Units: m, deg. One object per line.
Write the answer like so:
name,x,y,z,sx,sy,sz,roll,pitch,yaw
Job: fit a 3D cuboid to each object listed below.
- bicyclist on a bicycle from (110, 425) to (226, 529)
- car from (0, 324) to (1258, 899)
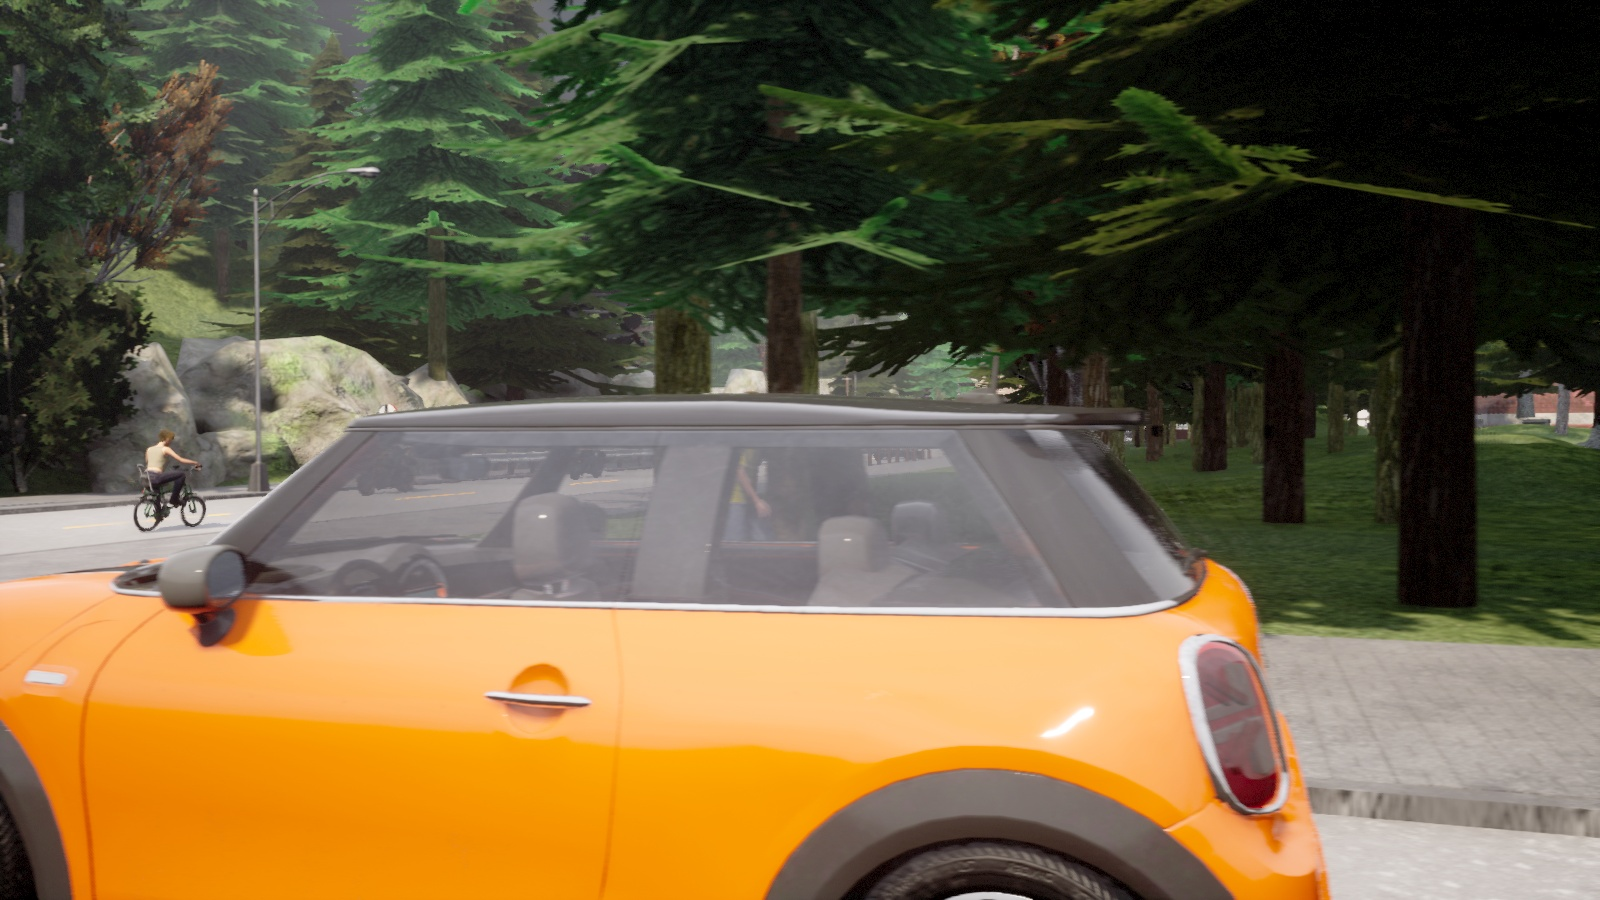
bicyclist on a bicycle,-10.155,0.401,20.234,0.866,1.612,1.509,0,1,17
car,-0.981,0.616,4.050,4.553,1.767,2.097,1,1,19
